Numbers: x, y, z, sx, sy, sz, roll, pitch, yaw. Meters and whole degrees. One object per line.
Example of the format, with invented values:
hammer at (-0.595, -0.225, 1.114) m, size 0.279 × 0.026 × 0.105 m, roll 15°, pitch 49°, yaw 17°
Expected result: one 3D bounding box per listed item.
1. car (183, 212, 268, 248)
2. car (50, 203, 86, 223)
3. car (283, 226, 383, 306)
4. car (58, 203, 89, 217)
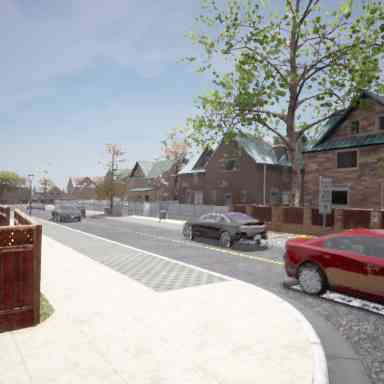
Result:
car at (1.407, 1.700, 15.966) m, size 2.128 × 1.511 × 4.902 m, roll 2°, pitch -2°, yaw -34°
car at (-11.043, 1.836, 29.076) m, size 1.837 × 1.490 × 4.892 m, roll 2°, pitch -2°, yaw -34°
car at (4.172, 1.523, 6.630) m, size 1.882 × 1.535 × 5.008 m, roll 1°, pitch -1°, yaw -34°
car at (-13.701, 2.005, 38.234) m, size 2.128 × 1.511 × 4.902 m, roll 2°, pitch -2°, yaw -34°
